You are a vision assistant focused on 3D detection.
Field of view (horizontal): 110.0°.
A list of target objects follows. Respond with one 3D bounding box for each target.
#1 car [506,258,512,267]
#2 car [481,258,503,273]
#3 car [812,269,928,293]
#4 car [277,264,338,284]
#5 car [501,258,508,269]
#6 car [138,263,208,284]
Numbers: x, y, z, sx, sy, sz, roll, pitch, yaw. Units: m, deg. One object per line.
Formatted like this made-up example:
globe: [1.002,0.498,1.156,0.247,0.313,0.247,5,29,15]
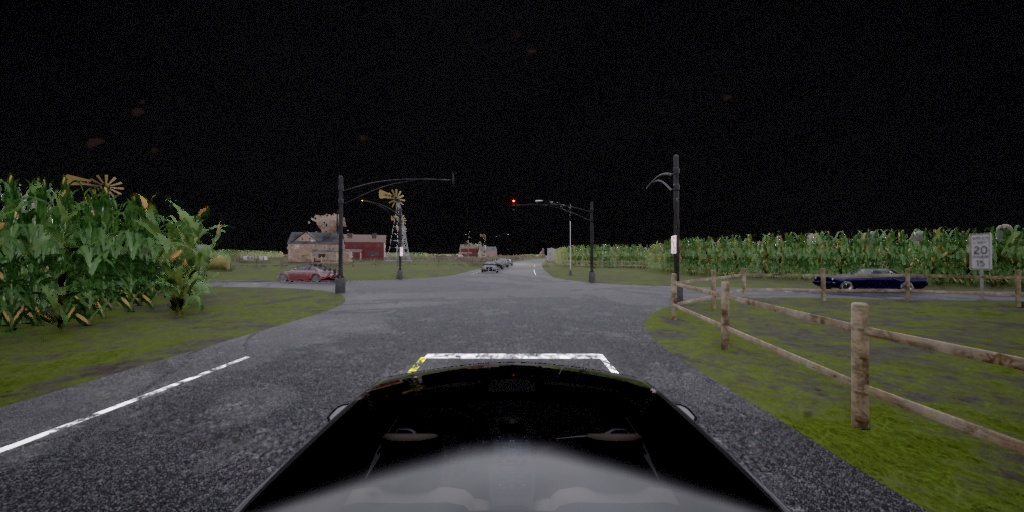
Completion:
car: [-1.565,1.095,61.412,2.097,1.767,4.553,0,0,4]
car: [-2.567,1.316,43.793,1.994,1.385,4.181,0,0,3]
car: [20.397,1.404,20.673,4.718,1.301,1.895,0,-1,9]
car: [-15.237,1.320,26.832,4.181,1.385,1.994,0,-1,10]
car: [-2.121,1.350,52.546,1.895,1.301,4.718,0,0,3]
car: [-24.170,1.199,25.400,4.902,1.511,2.128,0,-1,10]
